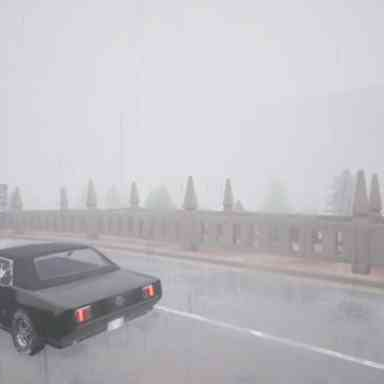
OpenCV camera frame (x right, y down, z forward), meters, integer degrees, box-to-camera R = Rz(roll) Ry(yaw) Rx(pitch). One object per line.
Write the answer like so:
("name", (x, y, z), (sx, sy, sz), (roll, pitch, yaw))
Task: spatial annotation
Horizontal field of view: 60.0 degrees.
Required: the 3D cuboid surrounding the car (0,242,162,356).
("car", (-2.896, 1.598, 6.059), (4.718, 1.301, 1.895), (0, 0, 36))
